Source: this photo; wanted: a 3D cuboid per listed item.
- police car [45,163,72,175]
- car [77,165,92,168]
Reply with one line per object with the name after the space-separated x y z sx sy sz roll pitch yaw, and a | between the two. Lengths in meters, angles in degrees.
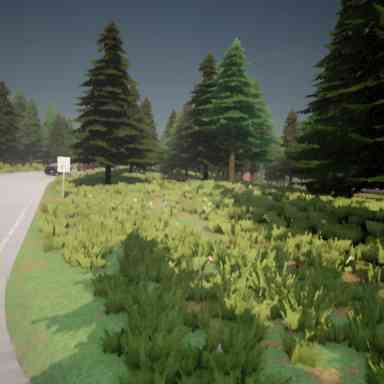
-15.651 -2.777 39.321 1.930 1.638 5.238 1 7 -3 | police car
-15.139 -3.695 48.596 1.812 1.442 4.674 2 7 9 | car
